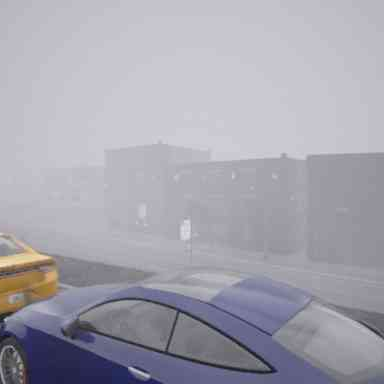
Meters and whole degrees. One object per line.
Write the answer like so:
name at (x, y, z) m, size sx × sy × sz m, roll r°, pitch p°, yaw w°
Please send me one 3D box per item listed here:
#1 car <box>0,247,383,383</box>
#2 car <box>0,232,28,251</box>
car at (-0.114, 1.512, 3.341) m, size 4.674 × 1.452 × 2.002 m, roll 0°, pitch 0°, yaw 35°
car at (-4.699, 1.457, 6.465) m, size 5.008 × 1.535 × 2.097 m, roll 0°, pitch 0°, yaw 34°
